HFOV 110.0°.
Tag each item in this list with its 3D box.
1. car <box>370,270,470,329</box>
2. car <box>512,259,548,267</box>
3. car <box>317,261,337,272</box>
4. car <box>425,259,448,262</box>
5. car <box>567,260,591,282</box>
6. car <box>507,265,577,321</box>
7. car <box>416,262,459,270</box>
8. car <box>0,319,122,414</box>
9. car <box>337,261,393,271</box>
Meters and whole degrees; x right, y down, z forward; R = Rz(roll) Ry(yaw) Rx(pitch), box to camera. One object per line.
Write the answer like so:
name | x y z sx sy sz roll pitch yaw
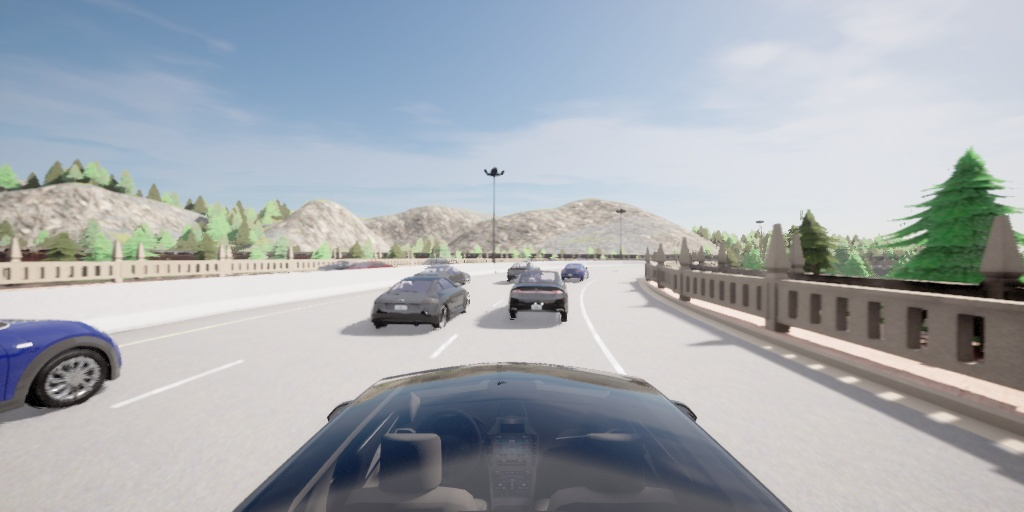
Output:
car | -2.666 1.308 11.273 1.994 1.385 4.181 0 0 6
car | 1.048 1.267 28.413 2.128 1.511 4.902 0 0 17
car | -15.872 1.187 33.504 2.128 1.511 4.902 0 0 18
car | -7.815 1.089 35.420 2.097 1.767 4.553 0 0 21
car | 5.324 1.324 30.193 1.812 1.442 4.674 0 0 19
car | 1.021 1.255 12.658 2.128 1.511 4.902 0 0 8
car | -4.306 1.292 22.469 2.033 1.411 5.357 0 0 13
car | -6.741 1.070 3.291 2.097 1.767 4.553 0 0 1
car | -12.695 1.188 31.933 1.882 1.535 5.008 0 0 18
